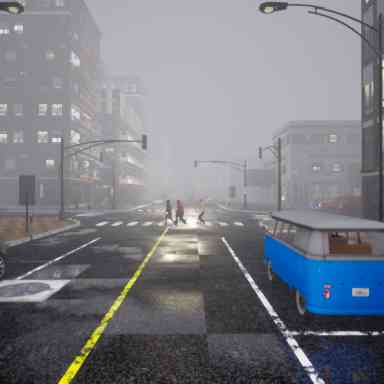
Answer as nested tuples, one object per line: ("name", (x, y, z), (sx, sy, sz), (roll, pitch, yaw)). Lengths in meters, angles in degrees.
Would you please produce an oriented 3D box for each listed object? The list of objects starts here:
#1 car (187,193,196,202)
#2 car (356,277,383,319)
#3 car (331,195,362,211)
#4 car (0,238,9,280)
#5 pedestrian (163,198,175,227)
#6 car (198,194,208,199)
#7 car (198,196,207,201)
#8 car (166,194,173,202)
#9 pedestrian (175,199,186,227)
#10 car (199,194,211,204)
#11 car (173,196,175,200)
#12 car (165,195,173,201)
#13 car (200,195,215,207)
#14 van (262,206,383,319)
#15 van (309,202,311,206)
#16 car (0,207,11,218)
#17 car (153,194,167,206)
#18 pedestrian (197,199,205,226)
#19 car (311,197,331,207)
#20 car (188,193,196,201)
("car", (-0.048, 1.430, 78.648), (2.097, 1.767, 4.553), (0, 0, 0))
("car", (2.659, 1.582, 1.397), (1.802, 1.307, 4.206), (0, 0, 0))
("car", (14.905, 1.357, 27.986), (5.009, 1.841, 2.192), (0, 0, 0))
("car", (-5.692, 1.567, 7.107), (1.947, 1.339, 4.313), (0, 0, 0))
("pedestrian", (-1.455, 1.299, 21.182), (0.375, 1.860, 0.375), (0, 0, 0))
("car", (2.654, 1.630, 62.952), (1.802, 1.307, 4.206), (0, 0, 0))
("car", (2.640, 1.638, 85.108), (2.008, 1.369, 4.403), (0, 0, 0))
("car", (-5.729, 1.372, 68.485), (2.192, 1.841, 5.009), (0, 0, 0))
("pedestrian", (-0.800, 1.297, 22.381), (0.375, 1.860, 0.375), (0, 0, 0))
("car", (2.651, 1.372, 68.491), (2.192, 1.841, 5.009), (0, 0, 0))
("car", (-5.737, 1.627, 79.563), (2.008, 1.369, 4.403), (0, 0, 0))
("car", (-5.740, 1.613, 84.933), (1.752, 1.417, 4.829), (0, 0, 0))
("car", (2.661, 1.559, 52.043), (1.752, 1.417, 4.829), (0, 0, 0))
("van", (2.656, 1.342, 7.086), (1.690, 1.788, 3.998), (0, 0, 0))
("van", (14.877, 1.424, 36.365), (3.998, 1.788, 1.690), (0, 0, 0))
("car", (-17.483, 1.533, 27.886), (4.206, 1.307, 1.802), (0, 0, 0))
("car", (-5.723, 1.566, 57.236), (1.752, 1.417, 4.829), (0, 0, 0))
("pedestrian", (0.613, 1.299, 21.777), (0.375, 1.860, 0.375), (0, 0, 0))
("car", (15.471, 1.294, 33.775), (5.566, 2.045, 2.150), (0, 0, 0))
("car", (-0.054, 1.209, 88.711), (2.150, 2.045, 5.566), (0, 0, 0))
